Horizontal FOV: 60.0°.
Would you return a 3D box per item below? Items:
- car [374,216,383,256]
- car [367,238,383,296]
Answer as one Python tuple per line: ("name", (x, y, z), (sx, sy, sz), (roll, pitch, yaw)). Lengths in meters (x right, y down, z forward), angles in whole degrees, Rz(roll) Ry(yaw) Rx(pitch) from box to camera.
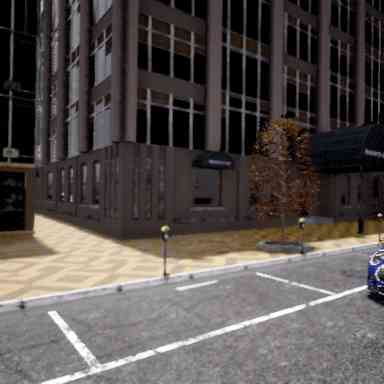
("car", (9.337, 1.671, 13.209), (4.829, 1.417, 1.752), (1, 0, -35))
("car", (6.029, 1.441, 7.679), (4.553, 1.767, 2.097), (1, 0, -35))
